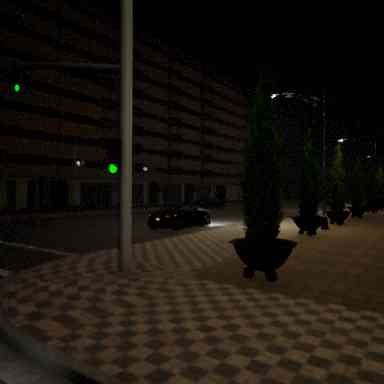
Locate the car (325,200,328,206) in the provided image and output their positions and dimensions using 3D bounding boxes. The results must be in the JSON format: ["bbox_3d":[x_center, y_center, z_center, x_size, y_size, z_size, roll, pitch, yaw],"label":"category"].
[{"bbox_3d":[21.344,1.432,49.799,1.994,1.385,4.181,0,0,36],"label":"car"}]

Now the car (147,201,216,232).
[{"bbox_3d":[-0.671,1.431,19.498,1.994,1.385,4.181,0,0,36],"label":"car"}]

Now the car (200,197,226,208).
[{"bbox_3d":[2.290,1.345,41.615,2.033,1.411,5.357,0,0,36],"label":"car"}]
